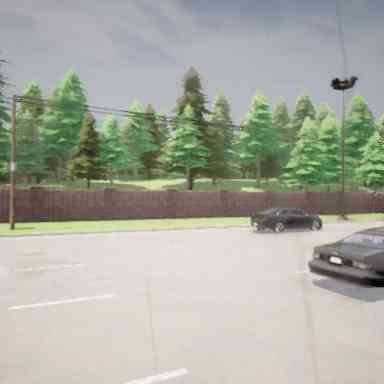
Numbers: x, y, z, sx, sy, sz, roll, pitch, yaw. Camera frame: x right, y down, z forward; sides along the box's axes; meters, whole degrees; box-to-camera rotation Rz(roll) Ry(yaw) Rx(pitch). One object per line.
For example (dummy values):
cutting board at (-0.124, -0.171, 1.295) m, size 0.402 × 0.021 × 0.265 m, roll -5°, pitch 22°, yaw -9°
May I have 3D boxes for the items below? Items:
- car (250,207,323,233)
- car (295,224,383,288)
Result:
car at (5.914, 1.682, 20.654) m, size 4.892 × 1.490 × 1.837 m, roll 1°, pitch 0°, yaw -26°
car at (5.585, 1.651, 8.815) m, size 5.357 × 1.411 × 2.033 m, roll 1°, pitch 0°, yaw -26°
